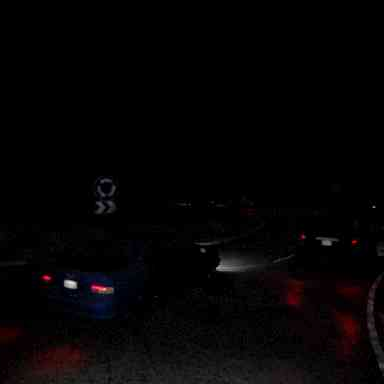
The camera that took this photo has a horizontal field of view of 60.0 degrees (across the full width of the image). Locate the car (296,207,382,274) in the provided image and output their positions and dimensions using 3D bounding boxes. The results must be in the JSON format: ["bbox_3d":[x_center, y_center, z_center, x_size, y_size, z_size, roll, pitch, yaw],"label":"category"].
[{"bbox_3d":[5.440,1.649,12.215,2.097,1.767,4.553,1,0,34],"label":"car"}]

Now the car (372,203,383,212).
[{"bbox_3d":[33.565,2.977,55.649,4.892,1.521,2.231,1,-3,43],"label":"car"}]

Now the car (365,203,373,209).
[{"bbox_3d":[36.368,3.278,66.837,2.150,2.045,5.566,2,-3,43],"label":"car"}]

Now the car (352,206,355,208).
[{"bbox_3d":[34.223,3.570,69.313,1.994,1.385,4.181,2,-3,43],"label":"car"}]

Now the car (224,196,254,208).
[{"bbox_3d":[6.328,1.302,44.932,1.812,1.442,4.674,0,1,-35],"label":"car"}]

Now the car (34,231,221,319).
[{"bbox_3d":[-1.009,1.665,7.986,2.033,1.411,5.357,2,0,26],"label":"car"}]

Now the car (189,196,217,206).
[{"bbox_3d":[1.454,1.272,46.025,1.994,1.385,4.181,0,1,-42],"label":"car"}]
